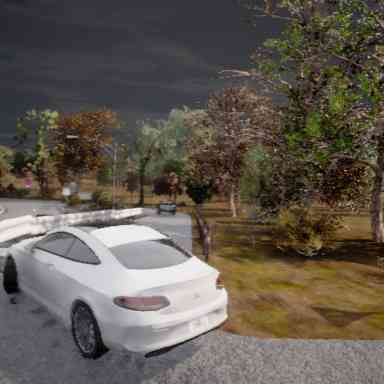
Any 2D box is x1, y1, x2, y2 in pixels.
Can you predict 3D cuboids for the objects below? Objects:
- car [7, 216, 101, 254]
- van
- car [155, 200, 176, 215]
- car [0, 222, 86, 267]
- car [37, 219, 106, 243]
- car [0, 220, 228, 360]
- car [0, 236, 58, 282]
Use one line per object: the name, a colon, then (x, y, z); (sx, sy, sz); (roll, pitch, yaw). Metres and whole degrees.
car: (-9.285, 2.883, 22.800); (5.566, 2.045, 2.435); (3, 3, -20)
van: (-9.189, 3.375, 13.772); (4.442, 1.987, 1.878); (3, 3, -20)
car: (-2.967, 1.664, 36.919); (2.128, 1.511, 4.902); (2, -1, -11)
car: (-9.322, 3.037, 19.743); (5.566, 2.045, 2.435); (3, 3, -20)
car: (-9.308, 3.008, 25.834); (4.792, 1.488, 2.163); (3, 3, -20)
car: (-1.505, 1.190, 5.434); (1.812, 1.442, 4.674); (-1, 4, -44)
car: (-9.273, 3.318, 16.756); (4.553, 1.767, 2.185); (3, 3, -20)
